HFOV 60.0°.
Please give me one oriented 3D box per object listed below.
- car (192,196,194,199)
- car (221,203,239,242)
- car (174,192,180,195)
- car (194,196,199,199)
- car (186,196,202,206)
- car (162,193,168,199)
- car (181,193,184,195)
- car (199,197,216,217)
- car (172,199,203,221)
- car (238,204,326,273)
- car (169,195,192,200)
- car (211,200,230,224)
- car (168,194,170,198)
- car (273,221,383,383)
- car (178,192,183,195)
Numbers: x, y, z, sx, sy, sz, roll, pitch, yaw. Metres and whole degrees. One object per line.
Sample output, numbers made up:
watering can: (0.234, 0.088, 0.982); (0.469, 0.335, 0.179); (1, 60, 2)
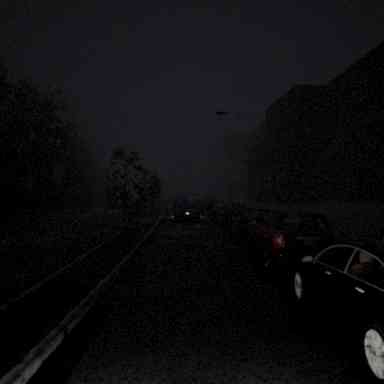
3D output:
car: (0.835, 1.437, 49.818); (2.231, 1.521, 4.892); (0, 0, -5)
car: (2.931, 1.510, 16.428); (2.163, 1.488, 4.792); (0, 0, -1)
car: (-2.048, 1.361, 72.078); (1.946, 1.575, 5.366); (0, 0, -9)
car: (1.828, 1.332, 38.716); (2.185, 1.767, 4.553); (0, 0, -4)
car: (0.232, 1.422, 55.347); (2.097, 1.535, 5.008); (0, 0, -6)
car: (-6.467, 1.211, 93.913); (1.946, 1.575, 5.366); (0, 0, -13)
car: (-0.425, 1.408, 60.877); (2.097, 1.535, 5.008); (0, 0, -7)
car: (2.214, 1.495, 33.229); (2.163, 1.488, 4.792); (0, 0, -3)
car: (-0.437, 1.551, 26.654); (1.994, 1.385, 4.181); (0, 0, -3)
car: (3.049, 1.357, 10.807); (2.185, 1.767, 4.553); (1, 0, 0)
car: (-1.532, 1.453, 42.931); (2.128, 1.511, 4.902); (0, 0, -5)
car: (2.755, 1.507, 22.111); (2.163, 1.488, 4.792); (0, 0, -2)
car: (-4.001, 1.302, 82.860); (2.231, 1.521, 4.892); (0, 0, -11)
car: (3.049, 1.484, 5.279); (2.231, 1.521, 4.892); (0, 0, 0)
car: (-1.199, 1.386, 66.578); (1.946, 1.575, 5.366); (0, 0, -8)
